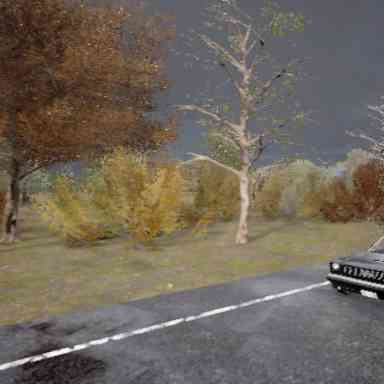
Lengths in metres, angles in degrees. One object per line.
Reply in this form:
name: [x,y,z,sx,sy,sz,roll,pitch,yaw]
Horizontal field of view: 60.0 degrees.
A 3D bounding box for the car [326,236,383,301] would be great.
car: [5.204,1.680,7.713,4.718,1.301,1.895,1,0,-36]
